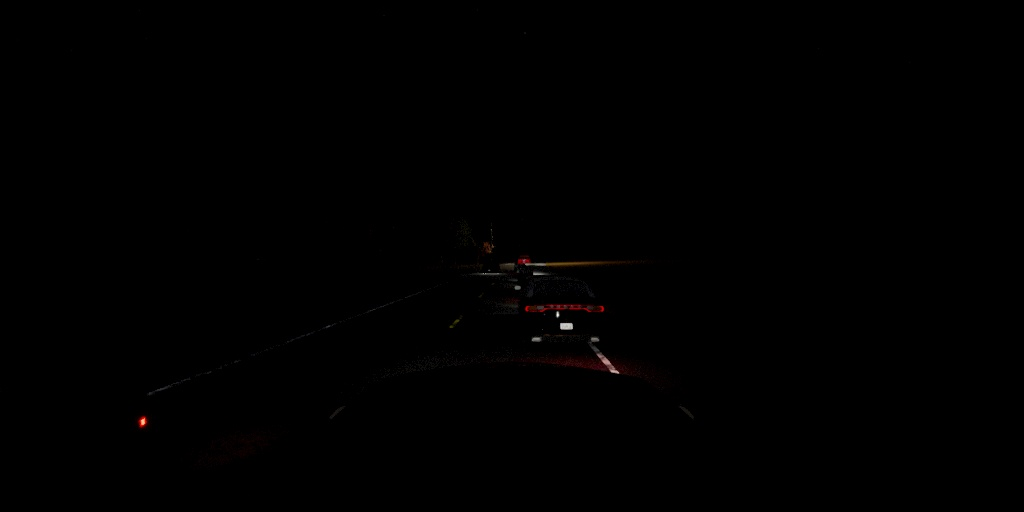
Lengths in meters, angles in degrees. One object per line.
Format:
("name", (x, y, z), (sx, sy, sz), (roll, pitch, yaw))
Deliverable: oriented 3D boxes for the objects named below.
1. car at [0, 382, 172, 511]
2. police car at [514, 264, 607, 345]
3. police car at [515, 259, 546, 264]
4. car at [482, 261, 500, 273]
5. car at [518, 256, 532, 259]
("car", (-3.589, 1.297, 0.361), (2.033, 1.411, 5.357), (0, 0, 0))
("police car", (1.099, 1.175, 9.623), (1.930, 1.638, 5.238), (0, 0, 1))
("police car", (1.272, 1.175, 19.588), (1.930, 1.638, 5.238), (0, 0, 1))
("car", (-2.471, 1.291, 43.480), (2.033, 1.411, 5.357), (0, 0, 3))
("car", (2.099, 0.954, 59.935), (2.150, 2.045, 5.566), (0, 0, 4))
